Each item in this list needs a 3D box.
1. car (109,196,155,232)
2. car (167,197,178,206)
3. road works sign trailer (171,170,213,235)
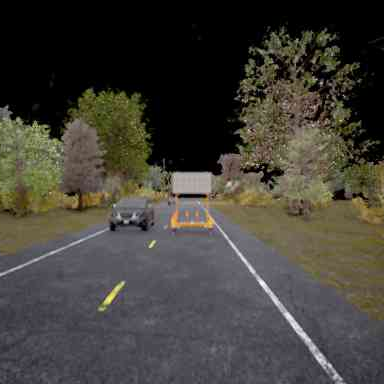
[{"bbox_3d":[-3.597,1.294,20.961,2.150,2.045,5.566,0,0,0],"label":"car"},{"bbox_3d":[-3.527,1.770,61.587,1.837,1.490,4.892,0,0,1],"label":"car"},{"bbox_3d":[0.008,0.531,19.467,2.380,3.560,2.880,0,0,0],"label":"road works sign trailer"}]
